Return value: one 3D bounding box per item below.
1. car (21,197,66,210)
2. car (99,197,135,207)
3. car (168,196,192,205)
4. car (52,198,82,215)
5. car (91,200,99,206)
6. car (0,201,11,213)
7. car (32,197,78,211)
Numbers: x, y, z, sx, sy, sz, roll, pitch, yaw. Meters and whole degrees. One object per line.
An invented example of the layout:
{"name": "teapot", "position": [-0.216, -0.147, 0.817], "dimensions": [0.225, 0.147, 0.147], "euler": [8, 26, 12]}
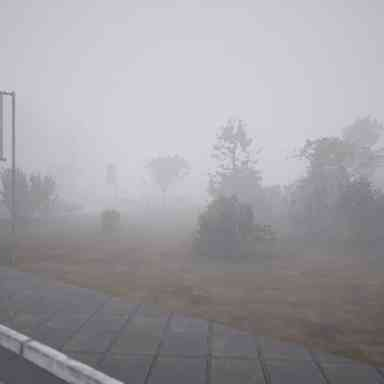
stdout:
{"name": "car", "position": [-19.552, 1.481, 43.952], "dimensions": [2.128, 1.511, 4.902], "euler": [0, 0, 39]}
{"name": "car", "position": [-10.559, 1.469, 49.534], "dimensions": [2.033, 1.411, 5.357], "euler": [0, 1, 39]}
{"name": "car", "position": [-1.936, 1.325, 54.426], "dimensions": [1.812, 1.442, 4.674], "euler": [0, 1, 38]}
{"name": "car", "position": [-13.620, 1.524, 34.255], "dimensions": [1.812, 1.442, 4.674], "euler": [0, 0, 39]}
{"name": "car", "position": [-13.227, 1.521, 51.800], "dimensions": [1.895, 1.301, 4.718], "euler": [0, 1, 39]}
{"name": "car", "position": [-18.763, 1.564, 33.445], "dimensions": [1.994, 1.385, 4.181], "euler": [0, 0, 39]}
{"name": "car", "position": [-17.021, 1.482, 41.513], "dimensions": [2.128, 1.511, 4.902], "euler": [0, 0, 39]}
